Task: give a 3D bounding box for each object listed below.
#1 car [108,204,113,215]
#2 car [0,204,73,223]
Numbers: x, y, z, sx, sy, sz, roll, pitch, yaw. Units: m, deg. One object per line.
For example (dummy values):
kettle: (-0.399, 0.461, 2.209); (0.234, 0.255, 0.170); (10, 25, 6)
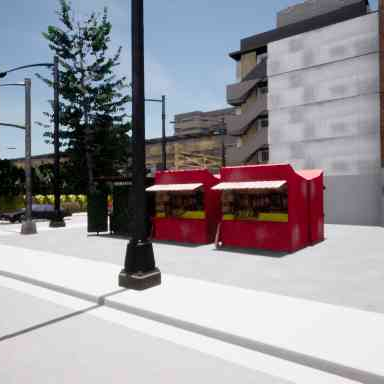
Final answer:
car: (-6.893, 1.490, 34.590); (2.097, 1.767, 4.553); (-1, -1, 36)
car: (-12.427, 1.686, 26.946); (2.033, 1.411, 5.357); (-1, -1, 36)
